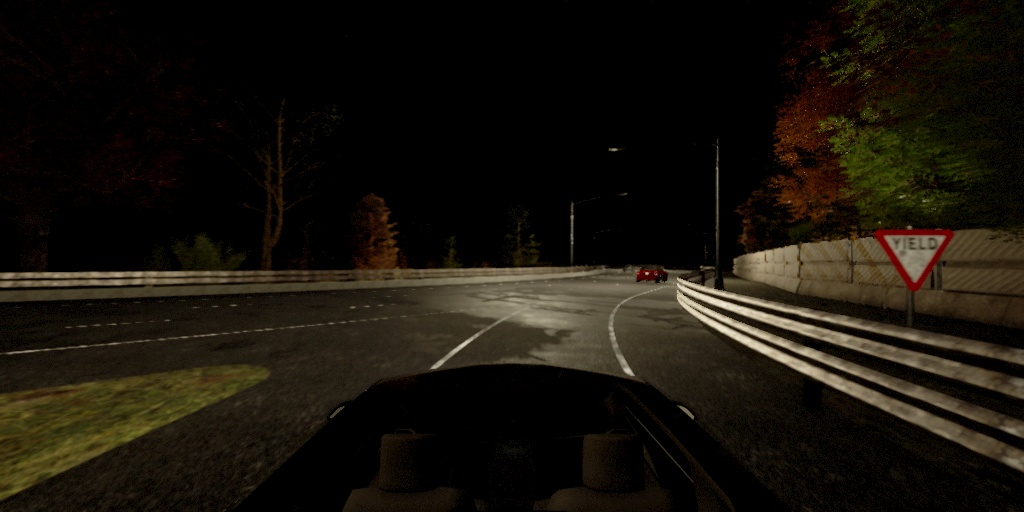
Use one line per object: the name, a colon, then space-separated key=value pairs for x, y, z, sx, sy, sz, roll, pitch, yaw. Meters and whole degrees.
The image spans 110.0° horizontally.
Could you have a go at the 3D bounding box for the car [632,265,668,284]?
car: x=13.716 y=1.704 z=34.963 sx=2.097 sy=1.767 sz=4.553 roll=0 pitch=-1 yaw=35
